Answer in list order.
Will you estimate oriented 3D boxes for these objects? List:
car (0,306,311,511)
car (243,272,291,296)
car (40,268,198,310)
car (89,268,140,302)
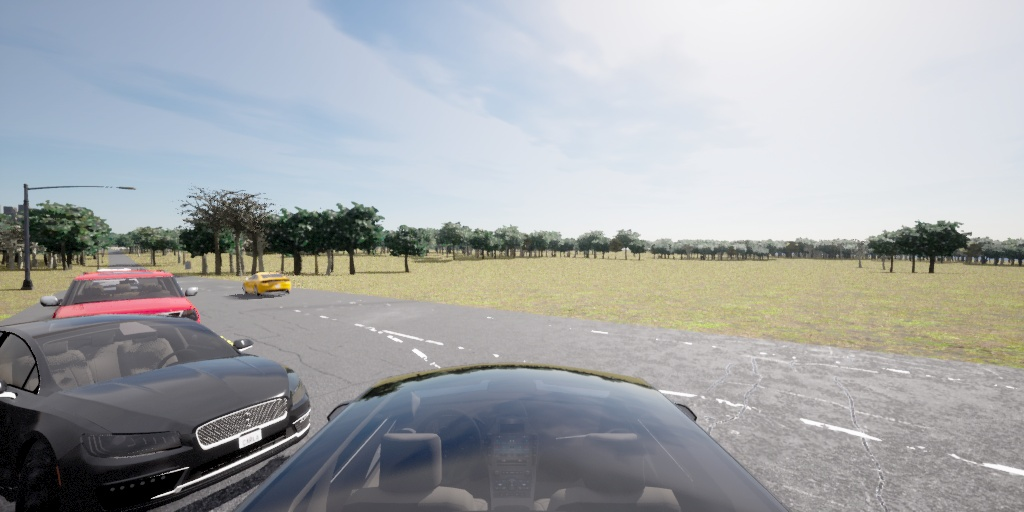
[{"bbox_3d":[-4.513,1.445,4.013,4.892,1.490,1.837,-3,-3,22],"label":"car"},{"bbox_3d":[-17.096,1.882,24.940,5.008,1.535,1.882,-2,0,42],"label":"car"},{"bbox_3d":[-9.365,1.386,8.721,5.566,2.045,2.150,-2,0,42],"label":"car"},{"bbox_3d":[-27.746,1.891,25.038,5.566,2.045,2.150,-2,0,42],"label":"car"}]
